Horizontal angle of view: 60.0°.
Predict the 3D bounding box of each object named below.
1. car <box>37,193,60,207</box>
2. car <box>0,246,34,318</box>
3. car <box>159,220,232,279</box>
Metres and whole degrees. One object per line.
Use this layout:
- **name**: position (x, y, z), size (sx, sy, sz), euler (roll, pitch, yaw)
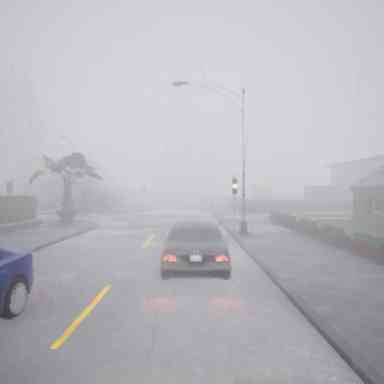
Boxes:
- **car**: position (-19.758, 1.038, 45.098), size (1.905, 1.878, 3.866), euler (0, 0, 35)
- **car**: position (-4.074, 1.483, 4.569), size (1.882, 1.535, 5.008), euler (0, 0, 0)
- **car**: position (0.097, 1.560, 10.059), size (2.033, 1.411, 5.357), euler (0, 0, 0)
